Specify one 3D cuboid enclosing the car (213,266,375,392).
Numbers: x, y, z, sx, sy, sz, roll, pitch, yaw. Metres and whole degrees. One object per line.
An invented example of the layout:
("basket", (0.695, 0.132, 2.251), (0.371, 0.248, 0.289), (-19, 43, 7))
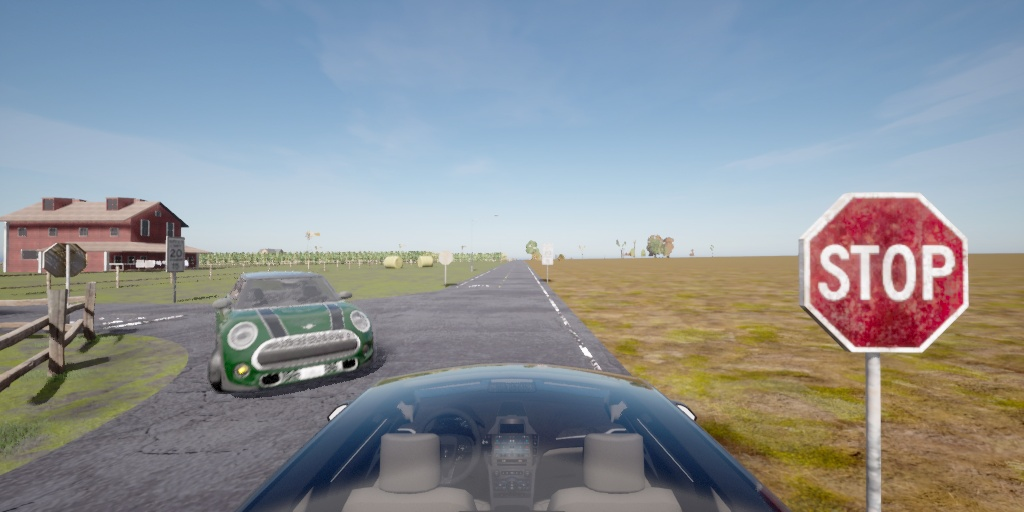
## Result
("car", (-4.365, 1.101, 6.946), (2.097, 1.767, 4.553), (-1, 0, -40))
